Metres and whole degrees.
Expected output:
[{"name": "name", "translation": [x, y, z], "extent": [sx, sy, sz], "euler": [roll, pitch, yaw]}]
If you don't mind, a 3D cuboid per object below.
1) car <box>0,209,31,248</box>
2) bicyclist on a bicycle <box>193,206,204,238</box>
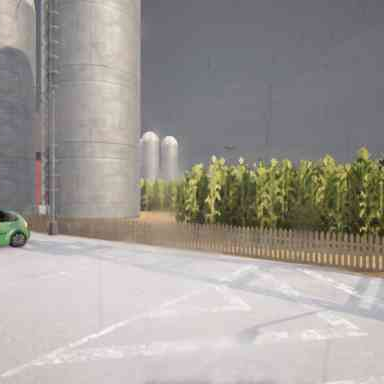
[{"name": "car", "translation": [-8.503, 1.480, 12.789], "extent": [1.851, 1.617, 3.988], "euler": [0, 0, 34]}, {"name": "bicyclist on a bicycle", "translation": [0.502, 1.514, 15.907], "extent": [0.582, 1.620, 1.656], "euler": [-1, 4, -39]}]
